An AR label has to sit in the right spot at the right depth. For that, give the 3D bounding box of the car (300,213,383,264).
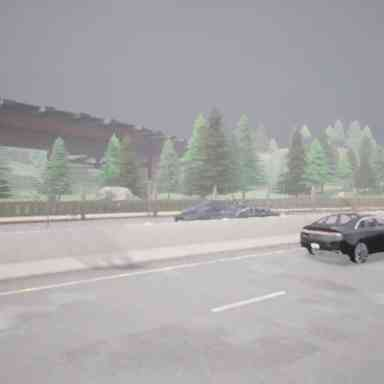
[{"bbox_3d":[5.975,1.502,11.818,4.902,1.511,2.128,0,0,-31],"label":"car"}]

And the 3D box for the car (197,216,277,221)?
[{"bbox_3d":[2.691,1.503,18.244,4.902,1.511,2.128,0,0,-31],"label":"car"}]
